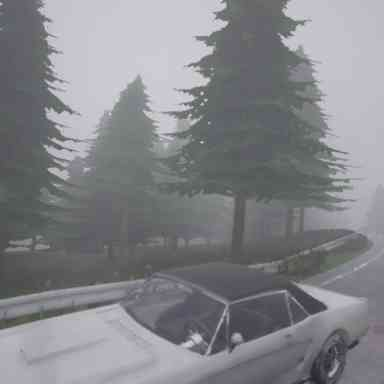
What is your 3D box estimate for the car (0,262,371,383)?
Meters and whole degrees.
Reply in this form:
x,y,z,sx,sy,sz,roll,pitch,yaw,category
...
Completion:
x,y,z,sx,sy,sz,roll,pitch,yaw,category
0.026,1.619,3.776,4.718,1.301,1.895,1,0,-37,car
